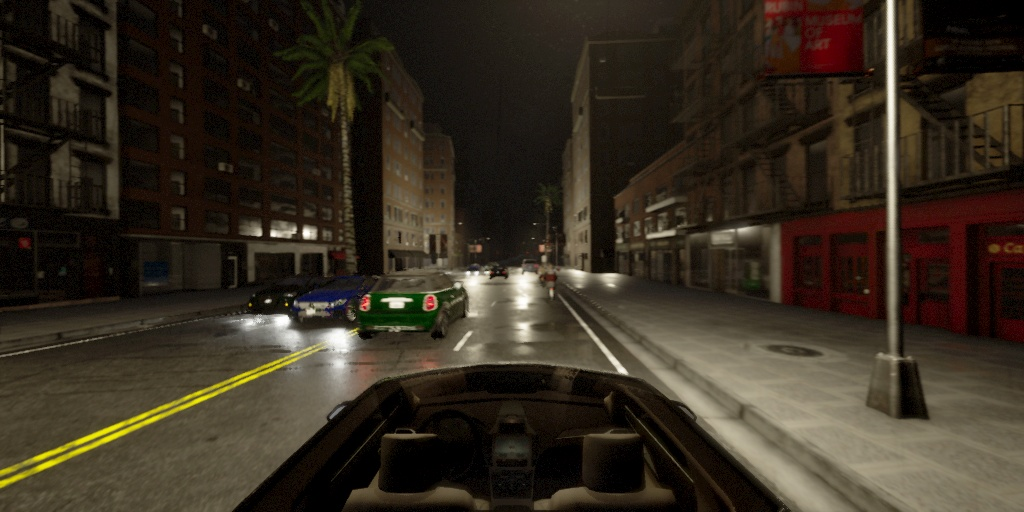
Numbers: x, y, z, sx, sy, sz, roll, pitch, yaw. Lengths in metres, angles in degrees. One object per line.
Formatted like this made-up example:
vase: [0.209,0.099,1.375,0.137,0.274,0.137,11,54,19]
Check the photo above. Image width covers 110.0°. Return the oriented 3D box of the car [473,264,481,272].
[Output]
car: [-6.672,2.133,63.818,1.895,1.301,4.718,-1,-1,3]

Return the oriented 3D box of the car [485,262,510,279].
car: [-1.295,1.709,38.339,2.033,1.411,5.357,-1,-1,3]

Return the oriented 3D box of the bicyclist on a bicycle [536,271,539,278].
bicyclist on a bicycle: [2.108,1.403,24.551,0.866,1.612,1.509,-1,-1,2]

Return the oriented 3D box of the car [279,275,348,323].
car: [-5.966,1.445,13.174,1.812,1.442,4.674,-1,-1,3]

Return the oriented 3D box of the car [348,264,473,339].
car: [-2.637,1.214,10.641,2.097,1.767,4.553,-1,-1,3]

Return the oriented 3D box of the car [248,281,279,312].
car: [-9.107,1.537,15.507,1.994,1.385,4.181,-1,-1,3]

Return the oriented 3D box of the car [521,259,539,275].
car: [2.398,1.469,47.707,2.150,2.045,5.566,-1,0,2]

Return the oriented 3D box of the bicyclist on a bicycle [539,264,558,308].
bicyclist on a bicycle: [1.631,1.240,15.176,0.659,1.776,1.843,-1,0,3]
